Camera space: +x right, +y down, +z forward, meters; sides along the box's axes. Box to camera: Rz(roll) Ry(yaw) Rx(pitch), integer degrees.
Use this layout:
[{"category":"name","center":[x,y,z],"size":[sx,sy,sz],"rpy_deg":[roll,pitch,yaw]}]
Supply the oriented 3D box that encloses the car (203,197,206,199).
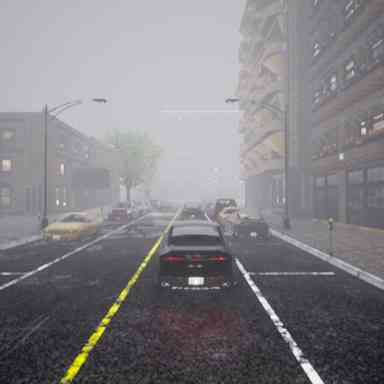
[{"category":"car","center":[2.615,1.738,45.008],"size":[1.947,1.339,4.313],"rpy_deg":[1,0,0]}]

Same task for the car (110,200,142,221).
[{"category":"car","center":[-5.696,1.545,27.873],"size":[1.967,1.590,4.097],"rpy_deg":[1,0,0]}]

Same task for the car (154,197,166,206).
[{"category":"car","center":[-5.935,1.768,61.823],"size":[1.752,1.417,4.829],"rpy_deg":[1,0,0]}]

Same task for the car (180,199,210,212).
[{"category":"car","center":[0.047,1.594,27.083],"size":[2.128,1.511,4.902],"rpy_deg":[0,0,0]}]

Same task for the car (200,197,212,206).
[{"category":"car","center":[2.630,1.684,62.065],"size":[1.967,1.590,4.097],"rpy_deg":[1,0,0]}]

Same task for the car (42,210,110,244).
[{"category":"car","center":[-5.675,1.586,16.330],"size":[1.752,1.417,4.829],"rpy_deg":[1,0,0]}]

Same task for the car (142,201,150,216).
[{"category":"car","center":[-5.708,1.567,33.561],"size":[1.967,1.590,4.097],"rpy_deg":[1,0,0]}]

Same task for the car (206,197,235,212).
[{"category":"car","center":[2.653,1.420,27.949],"size":[2.192,1.841,5.009],"rpy_deg":[1,0,0]}]

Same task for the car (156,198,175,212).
[{"category":"car","center":[-3.144,1.756,40.633],"size":[1.895,1.301,4.718],"rpy_deg":[0,0,0]}]

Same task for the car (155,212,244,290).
[{"category":"car","center":[0.081,1.540,9.138],"size":[1.837,1.490,4.892],"rpy_deg":[0,0,0]}]

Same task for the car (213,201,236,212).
[{"category":"car","center":[2.660,1.609,22.431],"size":[1.752,1.417,4.829],"rpy_deg":[1,0,0]}]

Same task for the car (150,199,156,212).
[{"category":"car","center":[-5.721,1.732,39.246],"size":[1.802,1.307,4.206],"rpy_deg":[1,0,0]}]

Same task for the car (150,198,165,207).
[{"category":"car","center":[-5.754,1.770,56.307],"size":[2.008,1.369,4.403],"rpy_deg":[1,0,0]}]

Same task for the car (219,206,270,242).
[{"category":"car","center":[2.671,1.612,16.574],"size":[2.008,1.369,4.403],"rpy_deg":[1,0,0]}]

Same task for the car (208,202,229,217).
[{"category":"car","center":[2.637,1.709,33.635],"size":[1.802,1.307,4.206],"rpy_deg":[1,0,0]}]
